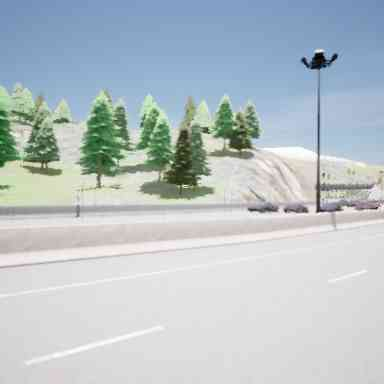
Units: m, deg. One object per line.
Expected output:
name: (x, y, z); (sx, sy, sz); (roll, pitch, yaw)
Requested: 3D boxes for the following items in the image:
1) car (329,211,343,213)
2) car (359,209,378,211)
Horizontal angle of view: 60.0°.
car: (17.555, 2.153, 42.344); (2.033, 1.411, 5.357); (0, -1, 43)
car: (22.758, 2.140, 43.332); (1.882, 1.535, 5.008); (1, 0, 43)
